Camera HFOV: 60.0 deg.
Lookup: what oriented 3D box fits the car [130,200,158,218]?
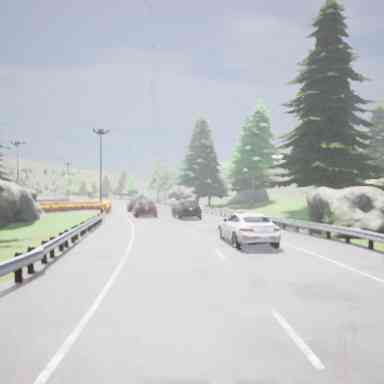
[{"bbox_3d":[-4.728,1.581,33.152,2.097,1.767,4.553,0,0,-14],"label":"car"}]

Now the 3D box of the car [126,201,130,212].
[{"bbox_3d":[-7.402,1.804,43.179,1.837,1.490,4.892,0,0,-15],"label":"car"}]

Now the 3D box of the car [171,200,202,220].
[{"bbox_3d":[-0.593,1.564,30.967,2.097,1.767,4.553,0,-1,-13],"label":"car"}]

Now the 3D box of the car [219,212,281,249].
[{"bbox_3d":[2.475,1.628,14.957,1.812,1.442,4.674,0,0,-7],"label":"car"}]
